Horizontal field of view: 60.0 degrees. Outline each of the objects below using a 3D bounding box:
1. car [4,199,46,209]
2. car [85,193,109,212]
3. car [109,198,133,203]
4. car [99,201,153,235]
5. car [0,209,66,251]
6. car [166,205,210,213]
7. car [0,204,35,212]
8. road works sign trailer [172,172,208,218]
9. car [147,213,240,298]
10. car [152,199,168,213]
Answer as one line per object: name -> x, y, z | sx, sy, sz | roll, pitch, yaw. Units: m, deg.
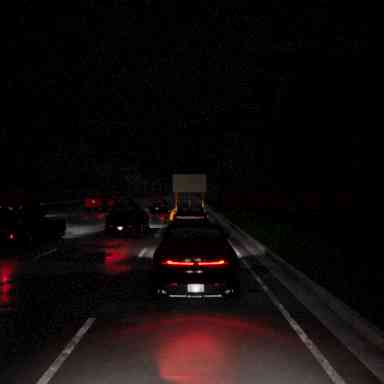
car -> -14.093, 1.346, 27.923 | 2.097, 1.767, 4.553 | 0, 0, 0
car -> -10.687, 1.204, 38.693 | 2.150, 2.045, 5.566 | 0, -1, 0
car -> -7.161, 1.470, 35.853 | 1.882, 1.535, 5.008 | 0, 0, 0
car -> -3.521, 1.500, 18.631 | 1.837, 1.490, 4.892 | 0, 0, 0
car -> -6.984, 1.598, 14.000 | 1.895, 1.301, 4.718 | 0, 0, 0
car -> -0.049, 1.484, 18.870 | 2.128, 1.511, 4.902 | 0, 0, 1
car -> -10.516, 1.561, 17.798 | 1.994, 1.385, 4.181 | 0, 0, 0
road works sign trailer -> -0.170, 0.460, 22.740 | 2.380, 3.560, 2.880 | 0, 0, -3
car -> 0.053, 1.503, 8.482 | 1.837, 1.490, 4.892 | 0, 0, 0
car -> -3.660, 1.518, 36.751 | 1.812, 1.442, 4.674 | 0, 0, -1
